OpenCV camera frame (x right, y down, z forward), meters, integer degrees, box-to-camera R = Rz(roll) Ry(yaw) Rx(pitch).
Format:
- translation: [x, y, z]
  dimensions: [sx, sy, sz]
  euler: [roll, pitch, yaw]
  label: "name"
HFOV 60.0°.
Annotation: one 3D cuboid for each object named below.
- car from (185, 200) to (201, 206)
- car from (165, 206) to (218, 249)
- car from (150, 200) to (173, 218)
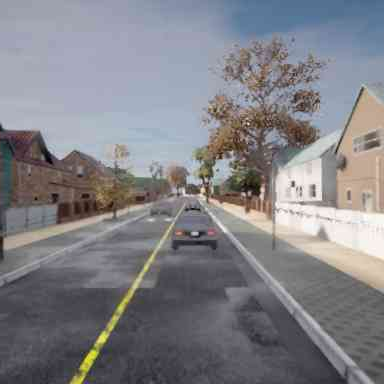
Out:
- translation: [0.107, 1.626, 38.592]
  dimensions: [2.033, 1.411, 5.357]
  euler: [0, 0, 0]
  label: "car"
- translation: [0.104, 1.579, 14.668]
  dimensions: [2.033, 1.411, 5.357]
  euler: [0, 0, 0]
  label: "car"
- translation: [-2.825, 1.569, 31.311]
  dimensions: [1.837, 1.490, 4.892]
  euler: [0, 0, 0]
  label: "car"
